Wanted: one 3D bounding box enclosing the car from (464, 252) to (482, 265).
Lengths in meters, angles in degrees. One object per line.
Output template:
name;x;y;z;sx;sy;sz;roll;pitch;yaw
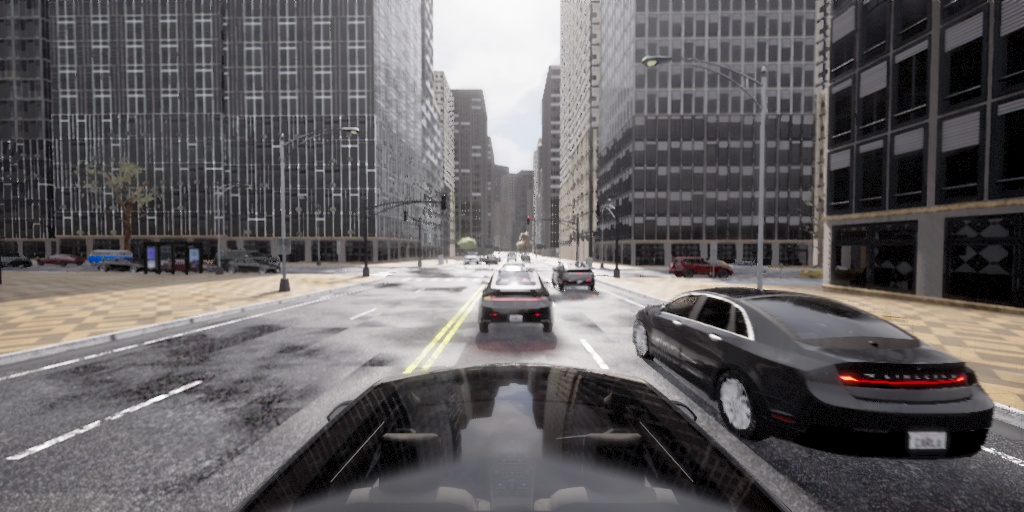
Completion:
car;-6.588;0.396;59.348;2.150;2.045;5.566;0;0;0

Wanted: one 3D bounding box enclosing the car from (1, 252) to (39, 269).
car;-49.819;0.359;34.822;4.553;1.767;2.097;1;1;2

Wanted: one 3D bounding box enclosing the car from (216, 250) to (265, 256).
car;-25.285;0.460;34.275;5.566;2.045;2.150;1;1;1

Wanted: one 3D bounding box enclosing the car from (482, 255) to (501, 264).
car;-3.342;0.654;58.901;1.882;1.535;5.008;0;0;0

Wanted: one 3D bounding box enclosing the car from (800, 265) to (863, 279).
car;27.630;1.309;30.833;4.829;1.417;1.751;0;0;1

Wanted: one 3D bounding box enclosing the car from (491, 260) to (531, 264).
car;0.093;1.117;20.160;2.033;1.411;5.357;0;1;0

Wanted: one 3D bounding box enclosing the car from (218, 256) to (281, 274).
car;-22.744;0.897;31.532;4.313;1.339;1.948;0;0;1

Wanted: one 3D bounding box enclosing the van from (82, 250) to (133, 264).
van;-45.303;0.245;40.486;3.998;1.789;1.690;0;0;1

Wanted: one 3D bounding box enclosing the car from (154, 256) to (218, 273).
car;-28.428;0.860;31.662;4.207;1.307;1.802;0;0;1

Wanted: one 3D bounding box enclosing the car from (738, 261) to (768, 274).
car;23.271;1.200;36.678;4.718;1.301;1.895;1;1;1

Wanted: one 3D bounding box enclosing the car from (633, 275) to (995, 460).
car;3.348;1.220;5.309;1.837;1.490;4.892;0;0;0

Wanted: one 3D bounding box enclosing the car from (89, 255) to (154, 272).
car;-34.108;0.790;31.833;4.313;1.339;1.948;0;0;1

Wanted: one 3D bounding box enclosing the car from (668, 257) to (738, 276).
car;16.181;0.998;31.024;5.009;1.841;2.192;0;0;1

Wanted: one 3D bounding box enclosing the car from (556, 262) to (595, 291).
car;3.343;1.059;20.147;2.128;1.511;4.902;0;0;0

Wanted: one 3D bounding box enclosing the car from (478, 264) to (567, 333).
car;0.096;1.157;10.425;2.128;1.511;4.902;0;1;0
